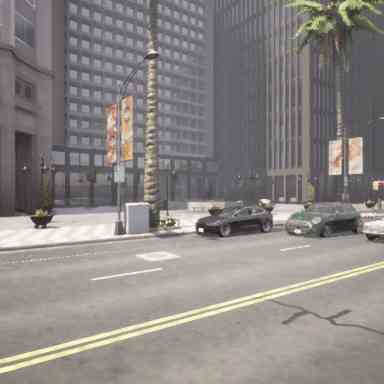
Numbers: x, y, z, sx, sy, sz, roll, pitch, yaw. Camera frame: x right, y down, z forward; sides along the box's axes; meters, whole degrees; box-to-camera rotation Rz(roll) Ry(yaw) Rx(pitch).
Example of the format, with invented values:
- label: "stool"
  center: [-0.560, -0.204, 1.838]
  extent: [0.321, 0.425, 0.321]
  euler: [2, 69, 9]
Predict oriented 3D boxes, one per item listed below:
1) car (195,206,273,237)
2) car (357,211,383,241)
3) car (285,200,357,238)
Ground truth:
- label: "car"
  center: [2.385, 1.513, 18.148]
  extent: [4.786, 1.482, 2.161]
  euler: [0, 0, -36]
- label: "car"
  center: [9.929, 1.601, 15.396]
  extent: [4.718, 1.301, 1.895]
  euler: [0, 0, -35]
- label: "car"
  center: [7.019, 1.351, 17.625]
  extent: [4.553, 1.767, 2.097]
  euler: [0, 0, -35]
